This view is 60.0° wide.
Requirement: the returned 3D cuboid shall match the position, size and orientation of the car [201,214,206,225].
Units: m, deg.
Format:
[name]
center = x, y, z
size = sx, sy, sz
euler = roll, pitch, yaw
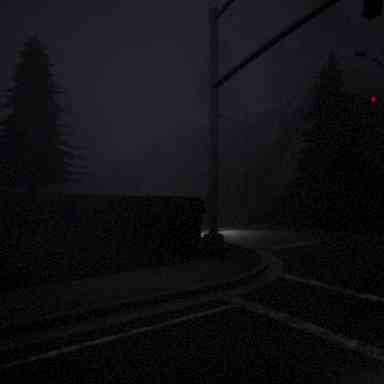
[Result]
[car]
center = -1.118, 1.506, 22.372
size = 1.882, 1.535, 5.008
euler = 0, 0, -37
